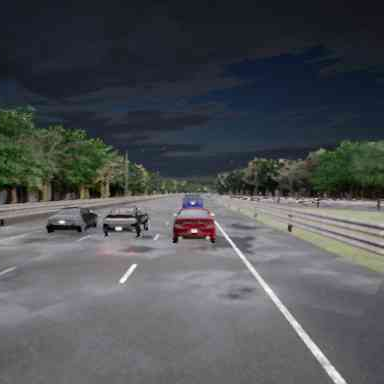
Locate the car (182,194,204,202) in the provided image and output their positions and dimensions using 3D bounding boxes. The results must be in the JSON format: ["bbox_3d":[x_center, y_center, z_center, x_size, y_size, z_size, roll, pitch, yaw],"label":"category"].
[{"bbox_3d":[0.085,1.240,35.329,2.150,2.045,5.566,0,0,0],"label":"car"}]

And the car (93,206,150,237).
[{"bbox_3d":[-3.406,1.492,17.911,2.128,1.511,4.902,0,0,0],"label":"car"}]

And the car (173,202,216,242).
[{"bbox_3d":[0.095,1.478,16.333,1.882,1.535,5.008,0,0,0],"label":"car"}]

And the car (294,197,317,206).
[{"bbox_3d":[20.625,1.699,60.858,1.882,1.535,5.008,0,0,-19],"label":"car"}]

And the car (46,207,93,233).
[{"bbox_3d":[-6.910,1.566,19.675,1.994,1.385,4.181,0,0,0],"label":"car"}]
